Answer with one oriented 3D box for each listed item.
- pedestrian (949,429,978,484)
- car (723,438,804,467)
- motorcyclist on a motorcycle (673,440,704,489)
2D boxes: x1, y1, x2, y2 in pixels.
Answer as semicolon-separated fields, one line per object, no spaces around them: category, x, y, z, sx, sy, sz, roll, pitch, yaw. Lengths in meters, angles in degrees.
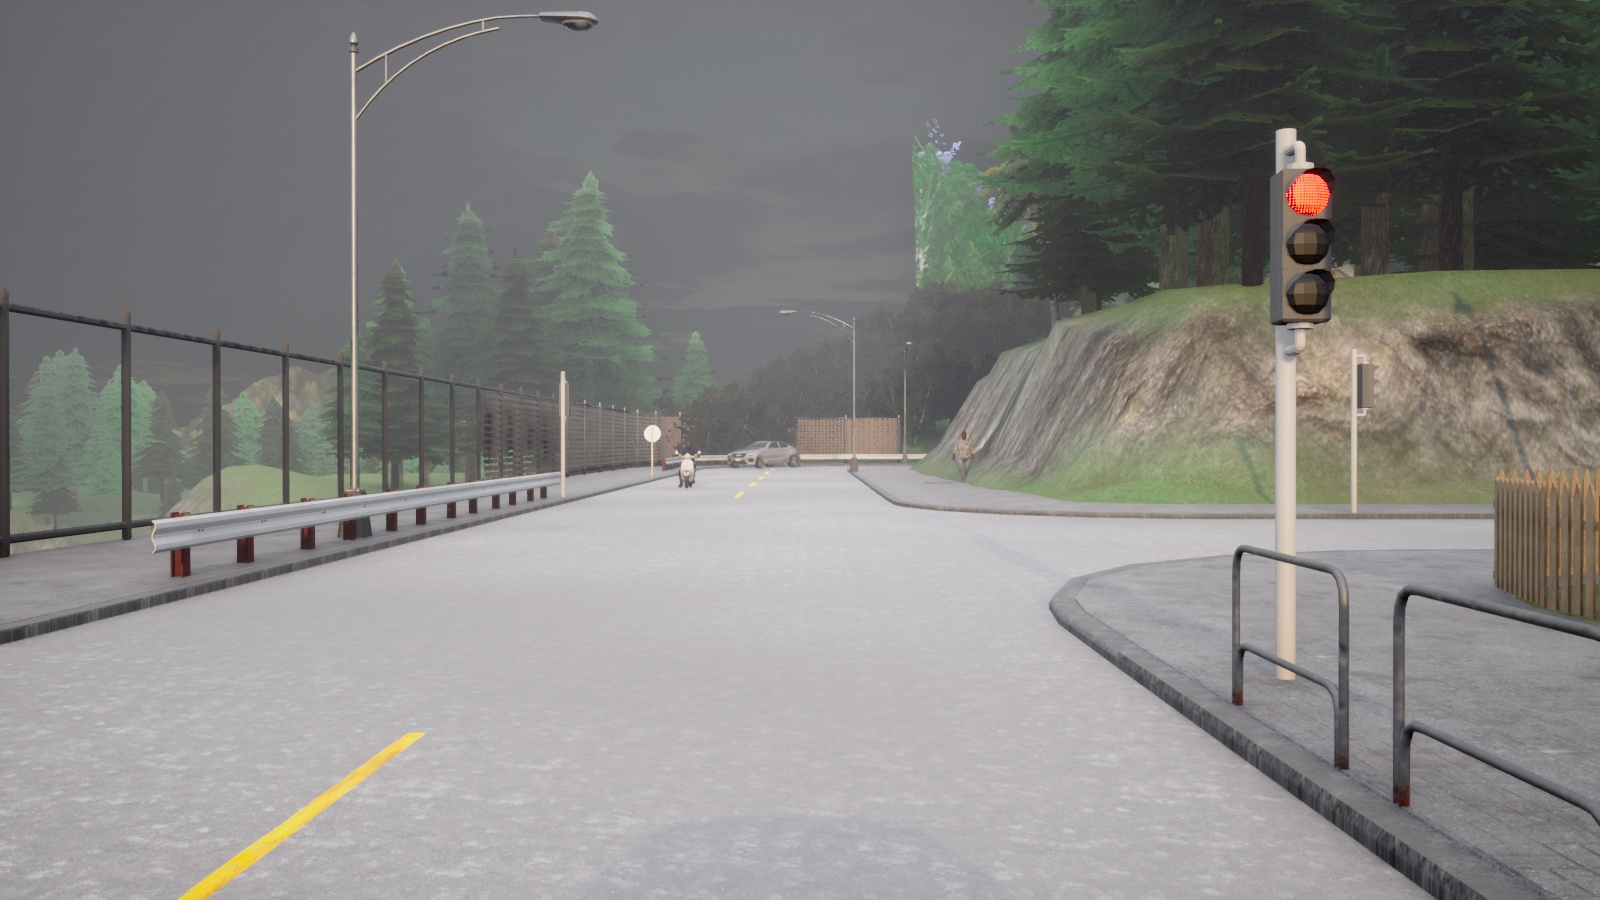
pedestrian;5.588;0.219;42.901;0.874;1.855;0.900;0;0;0
car;-2.129;0.106;74.150;2.152;1.651;5.027;0;0;36
motorcyclist on a motorcycle;-3.707;0.461;41.817;0.866;1.590;1.817;0;0;0
